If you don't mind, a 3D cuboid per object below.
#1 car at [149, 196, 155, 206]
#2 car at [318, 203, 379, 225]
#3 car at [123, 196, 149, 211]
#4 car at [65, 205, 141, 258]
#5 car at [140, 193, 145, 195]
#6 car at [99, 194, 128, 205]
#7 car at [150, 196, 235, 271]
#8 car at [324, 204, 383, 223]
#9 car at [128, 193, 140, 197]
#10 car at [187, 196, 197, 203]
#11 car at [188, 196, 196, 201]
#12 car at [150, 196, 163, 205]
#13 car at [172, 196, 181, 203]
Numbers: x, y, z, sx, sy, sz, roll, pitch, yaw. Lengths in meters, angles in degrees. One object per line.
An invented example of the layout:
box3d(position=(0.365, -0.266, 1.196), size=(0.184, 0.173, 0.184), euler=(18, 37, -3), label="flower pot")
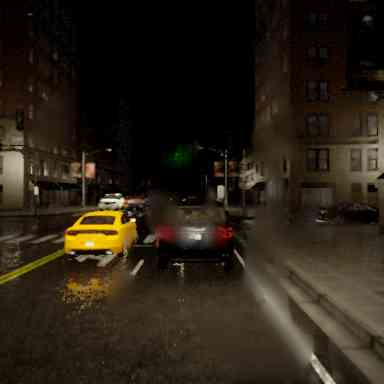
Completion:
box3d(position=(-3.152, 1.512, 36.032), size=(1.882, 1.535, 5.008), euler=(0, 0, 0), label="car")
box3d(position=(11.424, 1.543, 23.281), size=(4.902, 1.511, 2.128), euler=(0, -1, 3), label="car")
box3d(position=(-6.598, 1.586, 40.686), size=(2.033, 1.411, 5.357), euler=(0, 0, 0), label="car")
box3d(position=(-3.322, 1.491, 12.921), size=(1.882, 1.535, 5.008), euler=(0, 0, -3), label="car")
box3d(position=(-9.755, 1.274, 61.069), size=(2.150, 2.045, 5.566), euler=(0, 0, 0), label="car")
box3d(position=(-9.855, 1.260, 41.106), size=(2.150, 2.045, 5.566), euler=(0, 0, -1), label="car")
box3d(position=(0.110, 1.233, 11.092), size=(2.150, 2.045, 5.566), euler=(0, 0, 0), label="car")
box3d(position=(12.775, 1.630, 25.984), size=(4.181, 1.385, 1.994), euler=(0, 0, 0), label="car")
box3d(position=(-9.812, 1.397, 50.667), size=(2.097, 1.767, 4.553), euler=(0, 0, 0), label="car")
box3d(position=(-0.006, 1.534, 69.764), size=(1.882, 1.535, 5.008), euler=(0, 0, 0), label="car")
box3d(position=(-0.008, 1.547, 80.160), size=(1.895, 1.301, 4.718), euler=(0, 0, 0), label="car")
box3d(position=(-6.505, 1.530, 61.136), size=(1.882, 1.535, 5.008), euler=(0, 0, 0), label="car")
box3d(position=(-3.256, 1.581, 70.181), size=(1.812, 1.442, 4.674), euler=(0, 0, 0), label="car")
